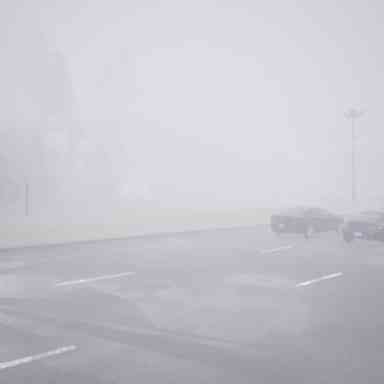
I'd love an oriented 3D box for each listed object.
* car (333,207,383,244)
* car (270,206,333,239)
[{"bbox_3d":[8.451,1.530,14.921,4.674,1.442,1.812,0,0,-40],"label":"car"},{"bbox_3d":[6.210,1.482,17.610,5.008,1.535,1.882,0,0,-40],"label":"car"}]
